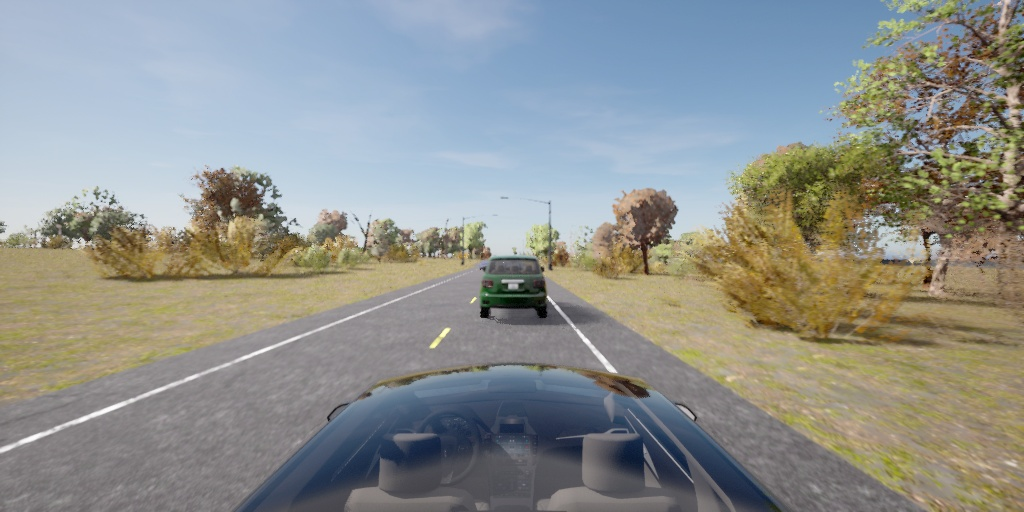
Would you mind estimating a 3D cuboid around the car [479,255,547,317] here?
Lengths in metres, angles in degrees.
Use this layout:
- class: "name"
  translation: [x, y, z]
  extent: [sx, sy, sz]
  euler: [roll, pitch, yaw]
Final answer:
- class: "car"
  translation: [0.064, 0.976, 13.274]
  extent: [2.150, 2.045, 5.566]
  euler: [0, 0, 0]

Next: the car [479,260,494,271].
- class: "car"
  translation: [-3.586, 1.300, 51.078]
  extent: [1.812, 1.442, 4.674]
  euler: [0, 0, 0]
